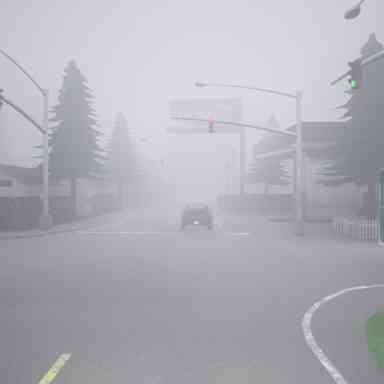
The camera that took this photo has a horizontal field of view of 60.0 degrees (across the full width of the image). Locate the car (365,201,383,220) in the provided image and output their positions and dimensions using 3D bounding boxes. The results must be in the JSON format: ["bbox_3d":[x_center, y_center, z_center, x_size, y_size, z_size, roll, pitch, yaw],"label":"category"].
[{"bbox_3d":[18.813,1.672,30.537,4.611,1.667,2.242,0,0,0],"label":"car"}]

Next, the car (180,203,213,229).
[{"bbox_3d":[0.294,1.499,21.397,1.837,1.490,4.892,1,0,1],"label":"car"}]

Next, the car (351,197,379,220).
[{"bbox_3d":[14.464,1.505,24.884,3.866,1.878,1.905,0,0,0],"label":"car"}]

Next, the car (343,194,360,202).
[{"bbox_3d":[35.185,1.489,71.662,2.007,1.523,4.514,0,0,0],"label":"car"}]

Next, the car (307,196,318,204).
[{"bbox_3d":[22.751,1.552,63.919,1.970,1.475,3.806,0,0,0],"label":"car"}]
